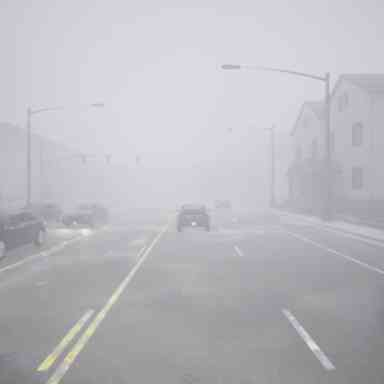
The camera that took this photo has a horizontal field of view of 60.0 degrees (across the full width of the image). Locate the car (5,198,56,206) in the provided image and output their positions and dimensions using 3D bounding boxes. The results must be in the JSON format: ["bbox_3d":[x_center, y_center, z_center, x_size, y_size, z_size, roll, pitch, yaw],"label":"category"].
[{"bbox_3d":[-10.548,1.439,23.072,1.837,1.490,4.892,0,0,0],"label":"car"}]

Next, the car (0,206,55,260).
[{"bbox_3d":[-7.098,1.470,12.306,1.837,1.490,4.892,0,0,0],"label":"car"}]

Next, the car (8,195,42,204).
[{"bbox_3d":[-29.007,1.288,57.912,2.038,1.542,4.974,0,0,29],"label":"car"}]

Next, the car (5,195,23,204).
[{"bbox_3d":[-28.245,1.146,52.587,1.853,1.218,4.536,0,0,-36],"label":"car"}]

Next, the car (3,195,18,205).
[{"bbox_3d":[-28.235,1.159,47.900,1.853,1.218,4.536,0,0,44],"label":"car"}]

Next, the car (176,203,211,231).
[{"bbox_3d":[0.087,1.447,20.212,1.837,1.490,4.892,0,0,0],"label":"car"}]

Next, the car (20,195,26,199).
[{"bbox_3d":[-28.214,1.303,52.546,2.038,1.542,4.974,0,0,-36],"label":"car"}]

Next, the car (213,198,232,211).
[{"bbox_3d":[3.563,1.437,39.345,2.033,1.411,5.357,0,0,0],"label":"car"}]

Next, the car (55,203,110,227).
[{"bbox_3d":[-7.053,1.483,22.717,2.033,1.411,5.357,0,0,1],"label":"car"}]

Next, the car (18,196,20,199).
[{"bbox_3d":[-28.200,1.316,47.938,2.038,1.542,4.974,0,0,44],"label":"car"}]

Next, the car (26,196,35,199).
[{"bbox_3d":[-29.031,1.131,57.866,1.853,1.218,4.536,0,0,29],"label":"car"}]
